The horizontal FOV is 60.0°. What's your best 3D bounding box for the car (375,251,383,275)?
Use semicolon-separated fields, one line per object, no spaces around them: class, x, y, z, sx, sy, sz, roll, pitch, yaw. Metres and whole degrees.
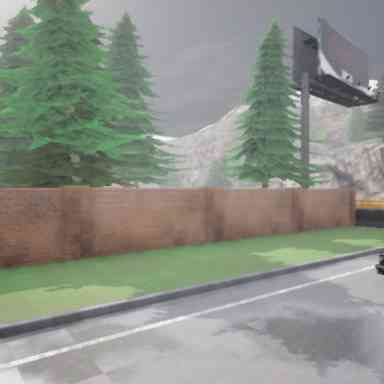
car;7.080;1.516;8.922;5.357;1.411;2.033;0;0;-36
